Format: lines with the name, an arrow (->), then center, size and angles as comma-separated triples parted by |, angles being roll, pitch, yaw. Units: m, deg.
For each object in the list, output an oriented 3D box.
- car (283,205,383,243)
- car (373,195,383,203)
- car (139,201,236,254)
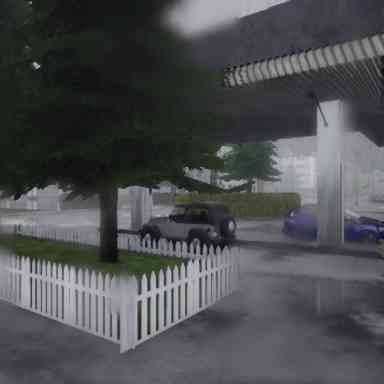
car -> 6.637, 1.477, 15.393 | 4.611, 1.667, 2.242 | 0, 0, 35
car -> 33.770, 1.296, 59.720 | 2.007, 1.523, 4.514 | 0, 0, 35
car -> -0.160, 1.310, 13.231 | 3.866, 1.878, 1.905 | 0, 0, 35
